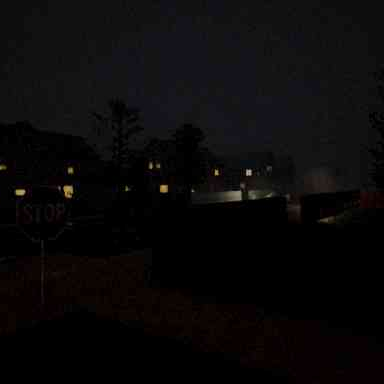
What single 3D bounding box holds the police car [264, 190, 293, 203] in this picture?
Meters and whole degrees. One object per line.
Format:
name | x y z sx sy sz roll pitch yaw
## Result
police car | 9.727 0.591 37.645 2.038 1.542 4.974 -1 1 36
